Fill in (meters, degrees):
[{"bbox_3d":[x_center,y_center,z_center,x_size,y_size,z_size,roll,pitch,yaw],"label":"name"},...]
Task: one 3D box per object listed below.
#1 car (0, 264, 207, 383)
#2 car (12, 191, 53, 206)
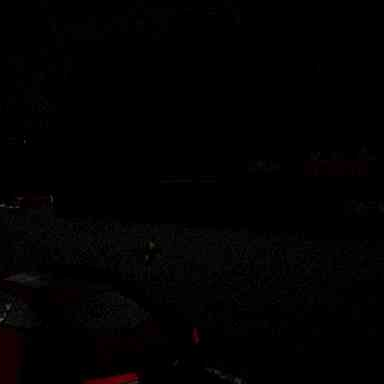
[{"bbox_3d":[-1.791,1.581,4.077,4.206,1.307,1.802,0,1,36],"label":"car"},{"bbox_3d":[-19.795,0.764,41.361,2.097,1.767,4.553,1,2,35],"label":"car"}]
